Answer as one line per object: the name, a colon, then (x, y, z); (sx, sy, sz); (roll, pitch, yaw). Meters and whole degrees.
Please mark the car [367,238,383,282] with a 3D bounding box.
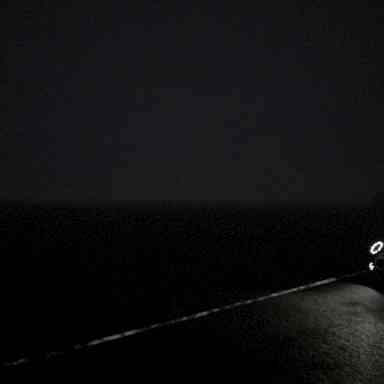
car: (6.525, 1.372, 8.621); (4.553, 1.767, 2.097); (0, 0, -35)
